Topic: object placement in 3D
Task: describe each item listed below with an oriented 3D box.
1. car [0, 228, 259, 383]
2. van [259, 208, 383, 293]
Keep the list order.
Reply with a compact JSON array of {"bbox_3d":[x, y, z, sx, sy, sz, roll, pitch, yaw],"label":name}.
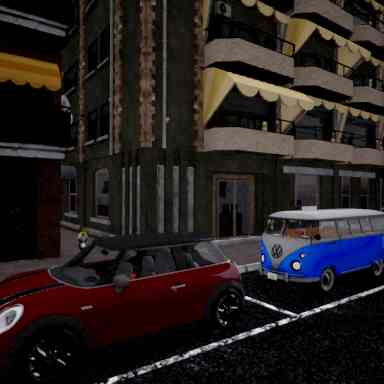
[{"bbox_3d":[-1.145,1.441,5.276,4.097,1.590,1.967,0,0,-35],"label":"car"},{"bbox_3d":[3.489,1.346,8.578,3.998,1.788,1.690,0,0,-35],"label":"van"}]
